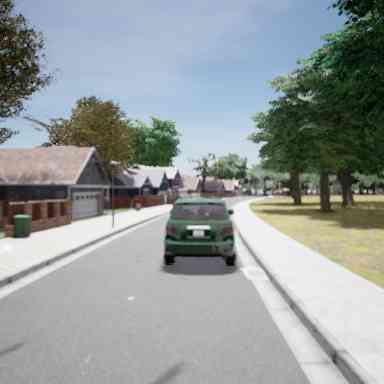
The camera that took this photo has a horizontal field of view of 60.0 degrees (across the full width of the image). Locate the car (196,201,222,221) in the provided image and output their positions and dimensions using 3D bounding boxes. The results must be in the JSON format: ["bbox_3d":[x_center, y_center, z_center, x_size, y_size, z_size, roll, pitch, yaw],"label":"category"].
[{"bbox_3d":[1.513,1.550,27.899,1.994,1.385,4.181,0,0,6],"label":"car"}]

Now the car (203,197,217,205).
[{"bbox_3d":[3.265,1.545,58.984,1.895,1.301,4.718,0,0,12],"label":"car"}]

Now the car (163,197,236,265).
[{"bbox_3d":[0.335,1.219,11.833,2.150,2.045,5.566,0,0,3],"label":"car"}]
